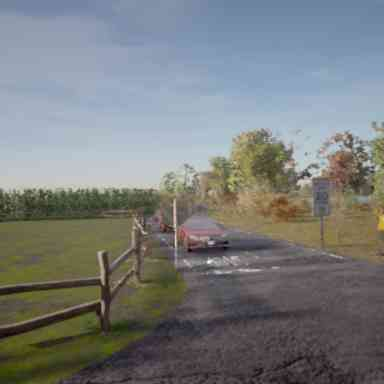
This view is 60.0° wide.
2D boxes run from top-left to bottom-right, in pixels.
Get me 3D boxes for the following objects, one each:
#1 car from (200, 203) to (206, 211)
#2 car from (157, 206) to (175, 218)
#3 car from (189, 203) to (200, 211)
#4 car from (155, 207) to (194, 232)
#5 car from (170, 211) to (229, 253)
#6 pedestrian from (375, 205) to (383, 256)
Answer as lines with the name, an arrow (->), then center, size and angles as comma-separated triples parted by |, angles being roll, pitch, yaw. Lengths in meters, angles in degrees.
car -> 1.386, 2.738, 60.367 | 1.837, 1.490, 4.892 | -2, -1, 5
car -> -3.399, 2.591, 44.195 | 1.994, 1.385, 4.181 | -2, -1, 2
car -> -0.421, 2.538, 46.167 | 2.033, 1.411, 5.357 | -2, -1, 5
car -> -1.440, 2.065, 25.038 | 1.882, 1.535, 5.008 | -1, -1, -11
car -> 0.323, 1.878, 15.884 | 1.812, 1.442, 4.674 | -1, -1, -11
pedestrian -> 6.991, 1.382, 12.036 | 0.375, 1.860, 0.375 | -2, 0, -11
